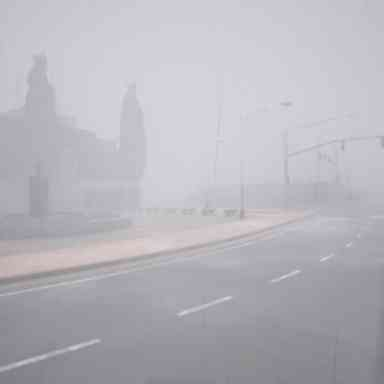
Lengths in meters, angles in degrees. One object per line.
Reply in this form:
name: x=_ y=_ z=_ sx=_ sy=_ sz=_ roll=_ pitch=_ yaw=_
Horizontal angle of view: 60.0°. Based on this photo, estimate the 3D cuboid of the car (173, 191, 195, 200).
car: x=-1.808 y=1.022 z=76.671 sx=1.970 sy=1.475 sz=3.806 roll=-1 pitch=0 yaw=34

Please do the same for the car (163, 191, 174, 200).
car: x=-4.202 y=0.808 z=78.304 sx=1.905 sy=1.878 sz=3.866 roll=-1 pitch=0 yaw=34
